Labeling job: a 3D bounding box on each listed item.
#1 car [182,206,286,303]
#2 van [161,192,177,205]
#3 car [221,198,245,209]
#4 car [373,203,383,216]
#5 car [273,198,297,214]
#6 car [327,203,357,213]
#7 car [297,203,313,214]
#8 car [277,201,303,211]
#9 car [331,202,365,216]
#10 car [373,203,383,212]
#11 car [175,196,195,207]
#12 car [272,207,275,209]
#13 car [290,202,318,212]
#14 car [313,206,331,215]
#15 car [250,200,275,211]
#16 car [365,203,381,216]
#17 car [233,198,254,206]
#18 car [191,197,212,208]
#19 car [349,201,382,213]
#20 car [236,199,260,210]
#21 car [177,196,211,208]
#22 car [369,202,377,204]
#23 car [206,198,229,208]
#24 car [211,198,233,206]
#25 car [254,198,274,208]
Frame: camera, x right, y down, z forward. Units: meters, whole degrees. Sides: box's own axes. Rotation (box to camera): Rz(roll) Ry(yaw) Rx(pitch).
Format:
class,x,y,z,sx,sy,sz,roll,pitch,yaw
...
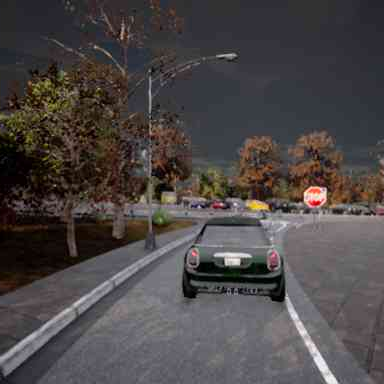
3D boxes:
class,x,y,z,sx,sy,sz,roll,pitch,yaw
car,1.090,1.405,8.605,2.097,1.767,4.553,0,-1,8
van,-3.646,1.048,53.254,1.878,1.987,4.442,4,0,-17
car,6.914,1.989,56.768,1.946,1.575,5.366,4,-1,-17
car,26.790,2.855,48.940,2.163,1.488,4.792,2,-1,-17
car,10.812,1.770,44.117,2.435,2.045,5.566,4,-1,-17
car,28.239,2.987,62.815,1.946,1.575,5.366,2,0,-17
car,13.474,2.182,44.885,2.231,1.521,4.892,3,-1,-17
car,17.517,2.561,59.768,2.097,1.535,5.008,3,-1,-17
car,21.481,2.470,47.275,2.185,1.767,4.553,3,-1,-17
car,38.859,3.156,66.246,2.185,1.767,4.553,1,0,-17
car,-1.146,1.490,54.144,2.002,1.452,4.674,4,-1,-17
car,3.730,1.808,19.939,1.895,1.301,4.718,0,-1,16
car,20.308,2.688,60.610,2.231,1.521,4.892,3,-1,-17
car,16.136,2.360,45.664,2.163,1.488,4.792,3,-1,-17
car,12.186,2.325,58.134,2.163,1.488,4.792,3,-1,-17
car,24.141,2.744,48.079,2.163,1.488,4.792,2,-1,-17
car,5.480,1.548,42.511,2.185,1.767,4.553,4,-1,-17
car,1.514,1.675,54.947,2.002,1.452,4.674,4,-1,-17
car,33.522,2.901,64.632,2.435,2.045,5.566,2,0,-17
car,9.586,2.149,57.574,1.946,1.575,5.366,4,-1,-17
car,0.167,1.332,40.845,2.163,1.488,4.792,4,-1,-17
car,29.462,2.802,49.748,2.185,1.767,4.553,2,0,-17
car,4.290,1.852,55.812,2.163,1.488,4.792,4,-1,-17
car,2.809,1.518,41.703,2.163,1.488,4.792,4,-1,-17
car,8.138,1.852,43.275,2.097,1.535,5.008,4,-1,-17
